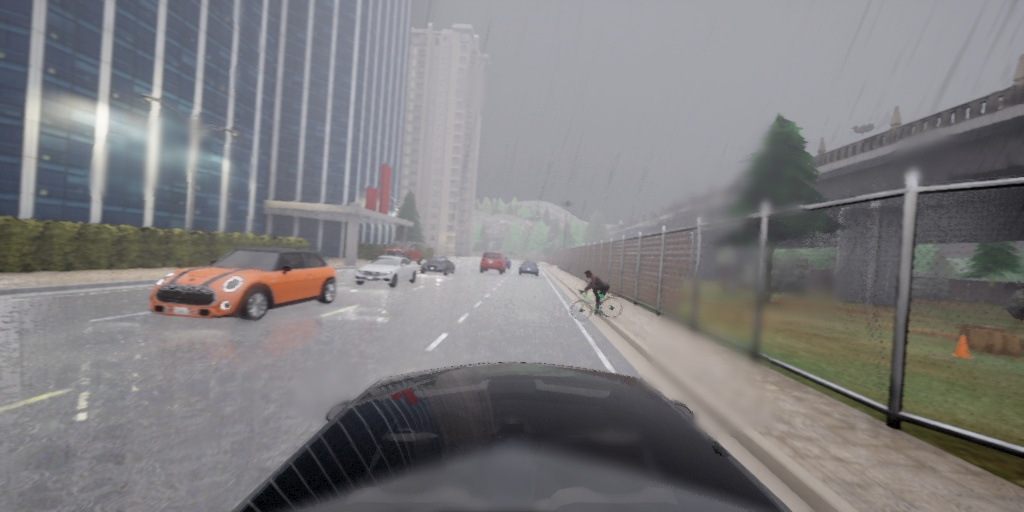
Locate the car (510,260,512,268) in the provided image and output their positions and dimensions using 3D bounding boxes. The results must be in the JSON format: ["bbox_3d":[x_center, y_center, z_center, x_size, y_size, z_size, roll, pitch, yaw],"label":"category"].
[{"bbox_3d":[-1.146,0.870,48.988,1.882,1.535,5.008,4,0,3],"label":"car"}]

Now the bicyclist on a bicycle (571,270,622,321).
[{"bbox_3d":[2.663,1.253,11.512,1.656,1.620,0.582,-5,0,3],"label":"bicyclist on a bicycle"}]

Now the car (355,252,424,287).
[{"bbox_3d":[-6.329,0.712,18.636,1.812,1.442,4.674,4,0,3],"label":"car"}]

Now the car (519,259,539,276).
[{"bbox_3d":[1.723,1.239,36.496,1.994,1.385,4.181,4,0,3],"label":"car"}]

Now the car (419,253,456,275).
[{"bbox_3d":[-5.810,0.731,28.576,1.994,1.385,4.181,4,0,3],"label":"car"}]

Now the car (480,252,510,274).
[{"bbox_3d":[-1.808,0.642,35.549,2.150,2.045,5.566,4,0,3],"label":"car"}]

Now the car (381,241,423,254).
[{"bbox_3d":[-9.092,-0.245,30.109,2.150,2.045,5.566,4,0,3],"label":"car"}]

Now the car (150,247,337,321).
[{"bbox_3d":[-6.783,0.555,9.761,2.097,1.767,4.553,4,0,3],"label":"car"}]
